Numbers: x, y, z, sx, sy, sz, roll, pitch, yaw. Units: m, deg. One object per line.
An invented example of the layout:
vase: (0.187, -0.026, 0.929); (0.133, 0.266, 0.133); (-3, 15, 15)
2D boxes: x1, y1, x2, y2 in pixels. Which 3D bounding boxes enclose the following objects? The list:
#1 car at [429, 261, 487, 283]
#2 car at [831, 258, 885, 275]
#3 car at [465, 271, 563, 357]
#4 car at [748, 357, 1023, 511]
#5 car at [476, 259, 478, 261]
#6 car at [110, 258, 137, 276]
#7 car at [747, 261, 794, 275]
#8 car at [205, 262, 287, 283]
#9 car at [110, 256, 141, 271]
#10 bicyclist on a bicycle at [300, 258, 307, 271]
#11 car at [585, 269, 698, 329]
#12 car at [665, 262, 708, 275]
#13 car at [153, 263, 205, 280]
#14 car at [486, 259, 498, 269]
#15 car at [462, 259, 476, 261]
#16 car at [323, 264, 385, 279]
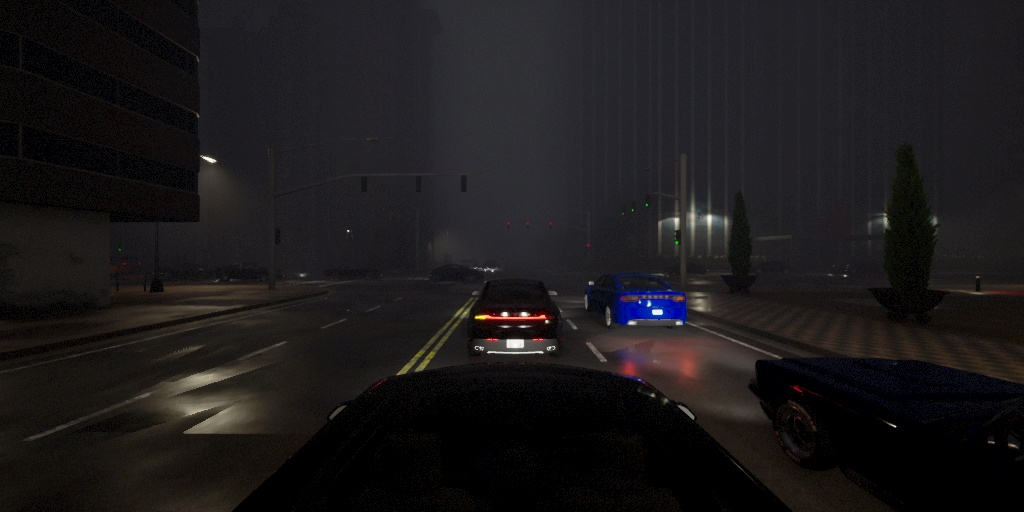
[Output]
car: (-4.252, 1.314, 27.671); (4.181, 1.385, 1.994); (0, 0, -1)
car: (37.385, 1.102, 38.787); (4.553, 1.767, 2.097); (0, 0, 0)
car: (0.060, 1.255, 8.555); (1.837, 1.490, 4.892); (0, 0, 0)
car: (3.601, 1.351, 1.899); (1.895, 1.301, 4.718); (0, 0, 0)
car: (-7.072, 1.255, 64.546); (1.837, 1.490, 4.892); (0, 0, 0)
car: (-39.829, 1.228, 34.504); (5.008, 1.535, 1.882); (0, 0, -1)
car: (27.552, 1.255, 38.697); (4.892, 1.490, 1.837); (0, 0, -1)
car: (-19.989, 1.241, 27.512); (4.902, 1.511, 2.128); (0, 0, -1)
car: (-42.686, 0.972, 37.951); (5.566, 2.045, 2.150); (0, 0, 1)
bicyclist on a bicycle: (-26.427, 1.051, 45.427); (0.582, 1.620, 1.656); (0, 0, -1)
car: (3.573, 1.228, 11.244); (1.882, 1.535, 5.008); (0, 0, 0)
car: (18.700, 1.314, 38.606); (4.181, 1.385, 1.994); (0, 0, -1)
car: (-27.577, 1.297, 30.934); (5.357, 1.411, 2.033); (0, 0, -1)
car: (-3.600, 1.314, 57.160); (1.994, 1.385, 4.181); (0, 0, 0)
car: (-7.100, 1.275, 55.289); (1.812, 1.442, 4.674); (0, 0, 0)
car: (-13.710, 1.351, 31.372); (4.718, 1.301, 1.895); (0, 0, -6)
